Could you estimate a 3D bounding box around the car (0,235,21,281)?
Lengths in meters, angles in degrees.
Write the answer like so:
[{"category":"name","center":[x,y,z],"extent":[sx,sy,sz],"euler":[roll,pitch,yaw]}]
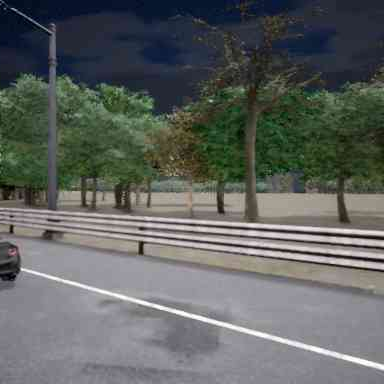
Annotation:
[{"category":"car","center":[-6.198,1.537,8.626],"extent":[4.674,1.442,1.812],"euler":[0,0,37]}]
